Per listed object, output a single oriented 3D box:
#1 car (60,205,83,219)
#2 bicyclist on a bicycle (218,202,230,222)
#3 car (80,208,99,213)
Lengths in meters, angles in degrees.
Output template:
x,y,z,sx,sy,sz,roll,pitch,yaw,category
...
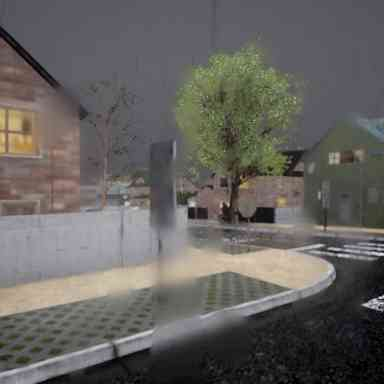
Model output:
x,y,z,sx,sy,sz,roll,pitch,yaw,category
-19.447,3.131,53.449,2.150,2.045,5.566,0,-2,-35,car
2.710,1.632,27.119,1.656,1.620,0.582,-3,2,-35,bicyclist on a bicycle
-13.361,2.972,44.882,1.882,1.535,5.008,0,-2,-35,car
